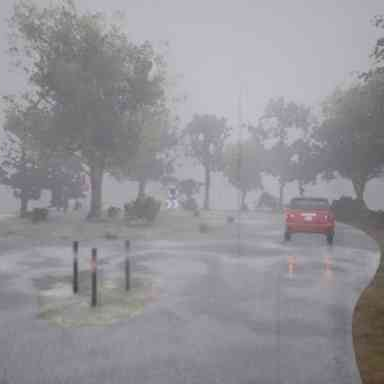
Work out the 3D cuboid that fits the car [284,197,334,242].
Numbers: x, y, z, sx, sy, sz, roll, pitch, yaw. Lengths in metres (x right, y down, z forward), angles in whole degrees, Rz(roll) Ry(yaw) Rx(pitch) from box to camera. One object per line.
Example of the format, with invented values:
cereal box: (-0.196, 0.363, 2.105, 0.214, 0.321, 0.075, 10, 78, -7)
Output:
car: (5.976, 1.249, 16.973, 2.150, 2.045, 5.566, 0, 0, 20)
